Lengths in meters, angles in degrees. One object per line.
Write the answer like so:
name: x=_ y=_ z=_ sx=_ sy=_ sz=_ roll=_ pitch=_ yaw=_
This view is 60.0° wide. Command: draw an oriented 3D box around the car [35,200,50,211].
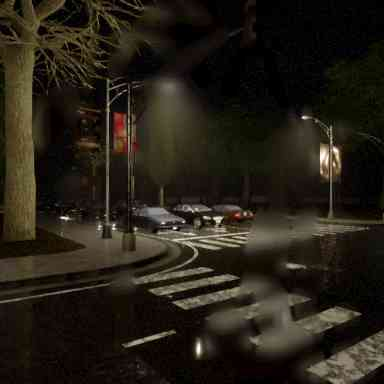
car: x=-19.344 y=1.798 z=43.675 sx=1.994 sy=1.385 sz=4.181 roll=0 pitch=-1 yaw=-36

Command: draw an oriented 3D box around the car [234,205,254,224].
car: x=2.252 y=1.640 z=25.296 sx=2.033 sy=1.411 sz=5.357 roll=0 pitch=0 yaw=-36

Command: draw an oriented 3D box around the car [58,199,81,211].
car: x=-17.081 y=1.774 z=46.099 sx=1.812 sy=1.442 sz=4.674 roll=0 pitch=-1 yaw=-36

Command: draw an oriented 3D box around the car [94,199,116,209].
car: x=-13.931 y=1.824 z=52.967 sx=1.812 sy=1.442 sz=4.674 roll=0 pitch=-1 yaw=-36

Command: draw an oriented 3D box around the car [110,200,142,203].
car: x=-5.255 y=1.474 z=29.761 sx=2.097 sy=1.767 sz=4.553 roll=0 pitch=0 yaw=-36

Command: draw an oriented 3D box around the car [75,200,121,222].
car: x=-7.941 y=1.677 z=27.926 sx=1.994 sy=1.385 sz=4.181 roll=0 pitch=0 yaw=-36

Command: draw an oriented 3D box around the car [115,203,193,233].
car: x=-2.509 y=1.614 z=20.450 sx=2.033 sy=1.411 sz=5.357 roll=0 pitch=0 yaw=-36

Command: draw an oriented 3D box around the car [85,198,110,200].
car: x=-11.161 y=1.742 z=37.893 sx=1.994 sy=1.385 sz=4.181 roll=0 pitch=0 yaw=-36

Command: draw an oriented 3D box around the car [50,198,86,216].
car: x=-13.142 y=1.665 z=35.088 sx=1.837 sy=1.490 sz=4.892 roll=0 pitch=0 yaw=-36

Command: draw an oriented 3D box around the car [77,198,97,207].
car: x=-18.807 y=1.850 z=59.625 sx=1.882 sy=1.535 sz=5.008 roll=0 pitch=-1 yaw=-36

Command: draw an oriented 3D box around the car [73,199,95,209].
car: x=-16.673 y=1.796 z=51.334 sx=1.837 sy=1.490 sz=4.892 roll=0 pitch=-1 yaw=-36

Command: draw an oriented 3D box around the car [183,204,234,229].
car: x=0.166 y=1.568 z=22.319 sx=2.128 sy=1.511 sz=4.902 roll=0 pitch=0 yaw=-36
